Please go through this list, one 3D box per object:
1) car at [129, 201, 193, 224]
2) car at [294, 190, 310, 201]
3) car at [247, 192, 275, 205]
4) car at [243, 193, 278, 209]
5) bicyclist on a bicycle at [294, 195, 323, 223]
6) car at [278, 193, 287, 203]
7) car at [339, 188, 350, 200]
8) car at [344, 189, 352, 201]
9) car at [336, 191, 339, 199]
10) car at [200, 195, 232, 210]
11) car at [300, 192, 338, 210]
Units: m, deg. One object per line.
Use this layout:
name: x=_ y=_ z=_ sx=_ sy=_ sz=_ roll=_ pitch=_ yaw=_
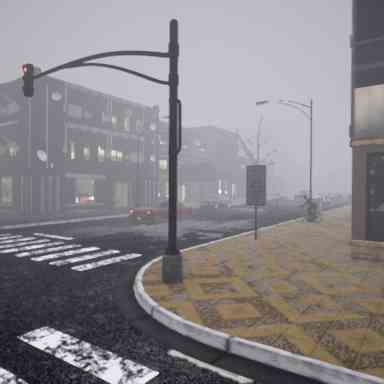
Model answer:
car: x=-1.984 y=1.272 z=22.207 sx=1.895 sy=1.301 sz=4.718 roll=1 pitch=1 yaw=35
car: x=16.346 y=0.432 z=48.486 sx=1.882 sy=1.535 sz=5.008 roll=1 pitch=1 yaw=35
car: x=8.917 y=0.817 z=42.588 sx=1.887 sy=1.381 sz=4.507 roll=2 pitch=2 yaw=35
car: x=7.087 y=0.936 z=35.282 sx=1.812 sy=1.442 sz=4.674 roll=1 pitch=1 yaw=35
bicyclist on a bicycle: x=6.822 y=1.002 z=19.567 sx=1.656 sy=1.620 sz=0.582 roll=0 pitch=1 yaw=35
car: x=12.159 y=0.763 z=47.209 sx=1.802 sy=1.307 sz=4.206 roll=2 pitch=2 yaw=35
car: x=24.272 y=0.569 z=54.514 sx=2.033 sy=1.411 sz=5.357 roll=1 pitch=1 yaw=36
car: x=25.469 y=0.617 z=51.648 sx=1.887 sy=1.381 sz=4.507 roll=2 pitch=2 yaw=35
car: x=18.587 y=0.785 z=46.281 sx=1.895 sy=1.301 sz=4.718 roll=1 pitch=1 yaw=35
car: x=2.440 y=1.007 z=33.345 sx=2.008 sy=1.369 sz=4.403 roll=2 pitch=2 yaw=35
car: x=12.701 y=0.991 z=33.034 sx=2.008 sy=1.369 sz=4.403 roll=2 pitch=2 yaw=35
